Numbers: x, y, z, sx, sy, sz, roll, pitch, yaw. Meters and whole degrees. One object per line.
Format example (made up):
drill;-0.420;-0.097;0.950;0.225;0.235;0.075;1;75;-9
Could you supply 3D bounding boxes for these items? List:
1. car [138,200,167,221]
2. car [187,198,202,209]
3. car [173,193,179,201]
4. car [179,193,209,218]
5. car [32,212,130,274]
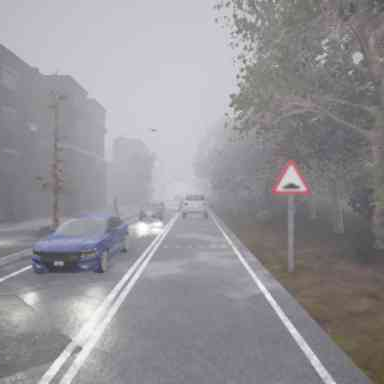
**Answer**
car;-3.155;1.456;27.247;2.128;1.511;4.902;0;0;1
car;0.372;1.506;45.782;1.895;1.301;4.718;0;0;1
car;-2.890;1.112;72.092;2.097;1.767;4.553;0;0;0
car;0.293;1.173;29.687;2.150;2.045;5.566;0;-1;1
car;-3.309;1.466;10.794;1.882;1.535;5.008;0;1;0
